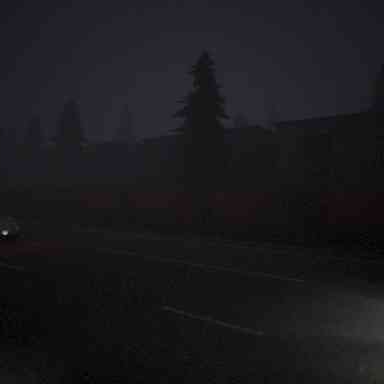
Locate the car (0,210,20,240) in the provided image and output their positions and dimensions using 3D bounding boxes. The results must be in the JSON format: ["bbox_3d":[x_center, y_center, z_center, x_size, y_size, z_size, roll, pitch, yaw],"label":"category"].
[{"bbox_3d":[-9.624,1.448,15.134,4.674,1.442,1.812,0,0,35],"label":"car"}]
